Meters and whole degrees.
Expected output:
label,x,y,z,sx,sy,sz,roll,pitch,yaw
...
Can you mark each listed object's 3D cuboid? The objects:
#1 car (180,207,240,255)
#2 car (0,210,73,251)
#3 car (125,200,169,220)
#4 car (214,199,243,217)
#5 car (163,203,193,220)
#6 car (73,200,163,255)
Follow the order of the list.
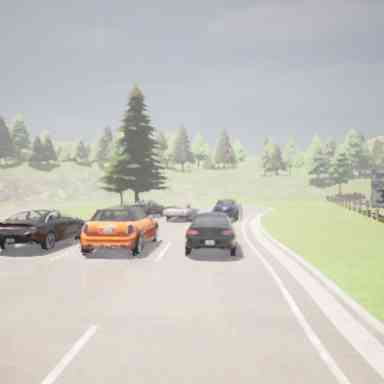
label,x,y,z,sx,sy,sz,roll,pitch,yaw
car,0.764,1.522,13.197,1.812,1.442,4.674,0,-1,4
car,-6.175,1.487,14.125,2.128,1.511,4.902,0,0,5
car,-3.826,1.481,29.236,2.128,1.511,4.902,0,0,14
car,3.059,1.340,27.962,2.097,1.767,4.553,0,0,14
car,-0.708,1.591,27.343,1.895,1.301,4.718,0,0,14
car,-2.720,1.346,13.499,2.097,1.767,4.553,0,0,5
